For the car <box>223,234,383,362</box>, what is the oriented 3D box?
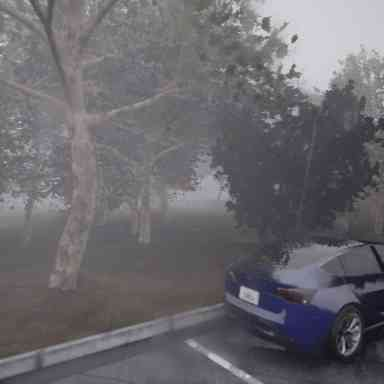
[{"bbox_3d":[2.765,1.515,6.008,4.792,1.488,2.163,0,1,-33],"label":"car"}]
